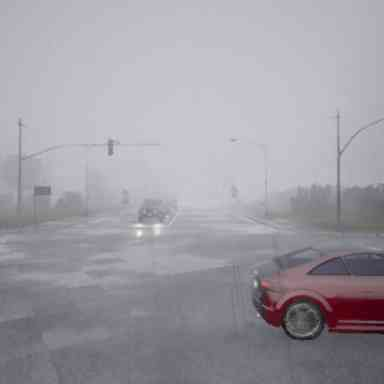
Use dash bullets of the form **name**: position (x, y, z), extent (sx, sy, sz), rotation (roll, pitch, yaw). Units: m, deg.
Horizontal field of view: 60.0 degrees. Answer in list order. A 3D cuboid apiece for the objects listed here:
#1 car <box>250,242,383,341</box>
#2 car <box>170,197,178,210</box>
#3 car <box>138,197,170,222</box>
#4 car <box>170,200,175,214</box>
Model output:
- **car**: position (3.161, 1.642, 5.986), extent (4.181, 1.385, 1.994), rotation (0, -1, 3)
- **car**: position (-3.586, 1.931, 55.589), extent (2.150, 2.045, 5.566), rotation (0, -1, 0)
- **car**: position (-3.608, 1.618, 31.102), extent (2.150, 2.045, 5.566), rotation (0, -1, 0)
- **car**: position (-3.607, 2.079, 41.710), extent (2.033, 1.411, 5.357), rotation (0, -1, 0)
